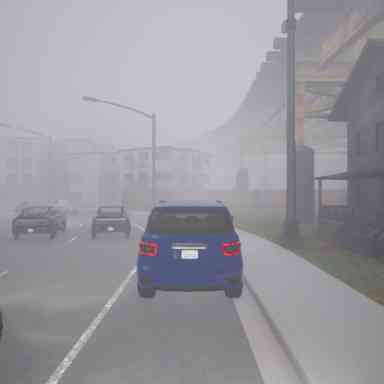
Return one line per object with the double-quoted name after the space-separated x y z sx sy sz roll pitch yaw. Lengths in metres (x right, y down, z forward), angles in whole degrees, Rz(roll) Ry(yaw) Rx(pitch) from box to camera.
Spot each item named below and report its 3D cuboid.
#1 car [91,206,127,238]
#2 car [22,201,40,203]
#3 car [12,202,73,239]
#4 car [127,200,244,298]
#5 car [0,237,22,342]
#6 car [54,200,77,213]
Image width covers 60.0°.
-4.317 1.493 17.856 2.128 1.511 4.902 0 0 -12 "car"
-15.536 1.548 32.086 2.033 1.411 5.357 0 0 -42 "car"
-7.771 1.493 17.284 2.128 1.511 4.902 0 0 -12 "car"
-0.039 1.220 8.680 2.150 2.045 5.566 0 0 0 "car"
-3.398 1.477 2.365 1.882 1.535 5.008 0 0 0 "car"
-13.857 1.525 35.335 1.812 1.442 4.674 0 0 -44 "car"
